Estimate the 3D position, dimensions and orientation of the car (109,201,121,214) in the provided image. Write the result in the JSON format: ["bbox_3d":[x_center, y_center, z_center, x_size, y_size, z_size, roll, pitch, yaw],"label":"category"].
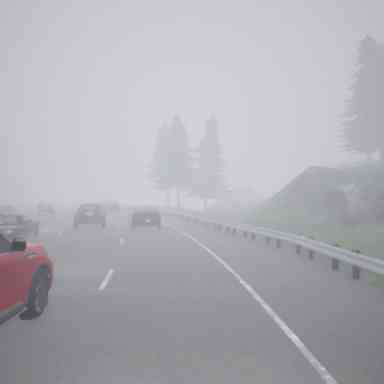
[{"bbox_3d":[-9.897,1.807,39.912,2.128,1.511,4.902,0,0,-25],"label":"car"}]

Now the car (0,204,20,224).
[{"bbox_3d":[-16.183,1.820,28.501,2.033,1.411,5.357,0,0,-22],"label":"car"}]

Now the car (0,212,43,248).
[{"bbox_3d":[-8.895,1.756,16.327,1.895,1.301,4.718,0,0,-12],"label":"car"}]

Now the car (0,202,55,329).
[{"bbox_3d":[-3.734,1.270,4.305,2.150,2.045,5.566,0,0,-3],"label":"car"}]

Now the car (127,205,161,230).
[{"bbox_3d":[-3.357,1.646,22.887,1.882,1.535,5.008,0,0,-15],"label":"car"}]

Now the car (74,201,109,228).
[{"bbox_3d":[-7.433,1.551,24.277,2.097,1.767,4.553,0,0,-16],"label":"car"}]

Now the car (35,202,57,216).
[{"bbox_3d":[-17.165,1.894,39.007,2.033,1.411,5.357,0,0,-27],"label":"car"}]
